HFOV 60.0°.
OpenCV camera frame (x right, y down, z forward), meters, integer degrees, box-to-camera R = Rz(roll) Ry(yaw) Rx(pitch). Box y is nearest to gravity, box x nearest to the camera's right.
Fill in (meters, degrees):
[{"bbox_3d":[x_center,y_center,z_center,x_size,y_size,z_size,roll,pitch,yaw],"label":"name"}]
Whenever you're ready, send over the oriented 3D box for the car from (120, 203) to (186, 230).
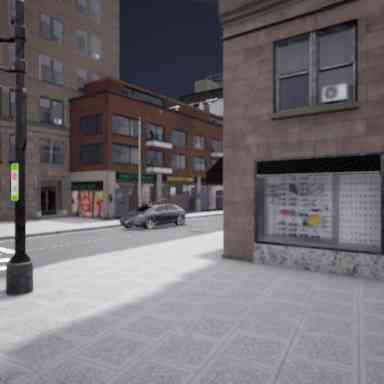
[{"bbox_3d":[-2.303,1.453,20.761,1.837,1.490,4.892,0,0,36],"label":"car"}]
